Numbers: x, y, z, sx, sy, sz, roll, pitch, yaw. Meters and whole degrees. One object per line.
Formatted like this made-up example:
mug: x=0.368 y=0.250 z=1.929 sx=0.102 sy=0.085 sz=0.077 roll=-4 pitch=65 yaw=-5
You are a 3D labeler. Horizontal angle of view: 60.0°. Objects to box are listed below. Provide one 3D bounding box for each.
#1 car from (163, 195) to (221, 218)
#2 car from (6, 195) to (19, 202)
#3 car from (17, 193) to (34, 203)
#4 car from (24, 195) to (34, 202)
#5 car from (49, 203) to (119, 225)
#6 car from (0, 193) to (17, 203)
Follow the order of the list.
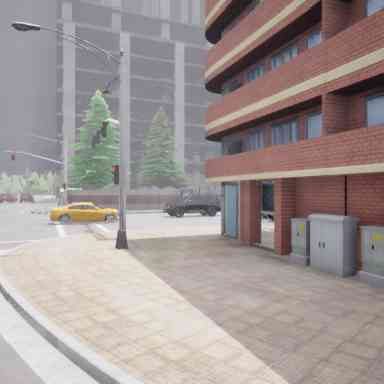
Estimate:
car: x=0.117 y=1.277 z=31.313 sx=5.566 sy=2.045 sz=2.150 roll=0 pitch=0 yaw=-23
car: x=-42.153 y=1.540 z=78.223 sx=2.033 sy=1.411 sz=5.357 roll=0 pitch=0 yaw=-23
car: x=-34.638 y=1.225 z=69.458 sx=2.150 sy=2.045 sz=5.566 roll=0 pitch=0 yaw=-23
car: x=-38.768 y=1.524 z=79.205 sx=1.812 sy=1.442 sz=4.674 roll=0 pitch=0 yaw=-23
car: x=-7.670 y=1.527 z=24.216 sx=5.008 sy=1.535 sz=1.882 roll=0 pitch=0 yaw=-17
car: x=-38.004 y=1.225 z=68.432 sx=2.150 sy=2.045 sz=5.566 roll=0 pitch=0 yaw=-23
